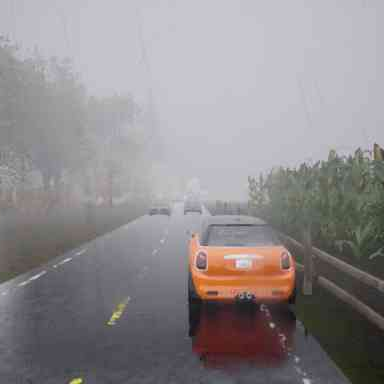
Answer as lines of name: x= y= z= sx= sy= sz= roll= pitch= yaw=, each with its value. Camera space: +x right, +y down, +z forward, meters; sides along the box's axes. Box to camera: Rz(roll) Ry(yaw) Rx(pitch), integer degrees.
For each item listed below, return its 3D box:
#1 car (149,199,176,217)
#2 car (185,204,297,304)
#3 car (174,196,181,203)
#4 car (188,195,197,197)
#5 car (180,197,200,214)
car: x=-2.843 y=1.595 z=30.817 sx=1.895 sy=1.301 sz=4.718 roll=0 pitch=0 yaw=0
car: x=0.963 y=1.349 z=8.277 sx=2.097 sy=1.767 sz=4.553 roll=0 pitch=0 yaw=0
car: x=-2.728 y=1.558 z=65.597 sx=1.994 sy=1.385 sz=4.181 roll=0 pitch=0 yaw=0
car: x=0.072 y=1.345 z=46.206 sx=2.097 sy=1.767 sz=4.553 roll=0 pitch=0 yaw=0
car: x=0.080 y=1.542 z=34.878 sx=2.033 sy=1.411 sz=5.357 roll=0 pitch=0 yaw=0
